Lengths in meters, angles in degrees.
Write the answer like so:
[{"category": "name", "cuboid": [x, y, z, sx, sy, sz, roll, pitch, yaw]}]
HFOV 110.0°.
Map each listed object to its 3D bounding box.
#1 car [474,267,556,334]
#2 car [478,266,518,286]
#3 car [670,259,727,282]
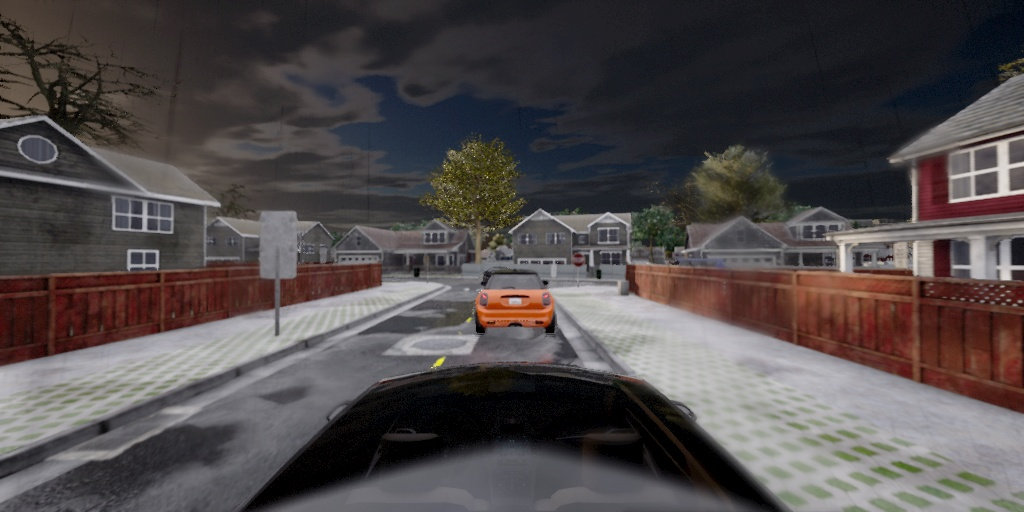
[{"category": "car", "cuboid": [0.083, 1.178, 11.077, 2.097, 1.767, 4.553, 0, -1, 0]}, {"category": "car", "cuboid": [-1.222, 1.546, 28.839, 1.994, 1.385, 4.181, 1, -1, -20]}, {"category": "car", "cuboid": [13.217, 1.234, 27.186, 5.566, 2.045, 2.150, 0, -1, 18]}]
